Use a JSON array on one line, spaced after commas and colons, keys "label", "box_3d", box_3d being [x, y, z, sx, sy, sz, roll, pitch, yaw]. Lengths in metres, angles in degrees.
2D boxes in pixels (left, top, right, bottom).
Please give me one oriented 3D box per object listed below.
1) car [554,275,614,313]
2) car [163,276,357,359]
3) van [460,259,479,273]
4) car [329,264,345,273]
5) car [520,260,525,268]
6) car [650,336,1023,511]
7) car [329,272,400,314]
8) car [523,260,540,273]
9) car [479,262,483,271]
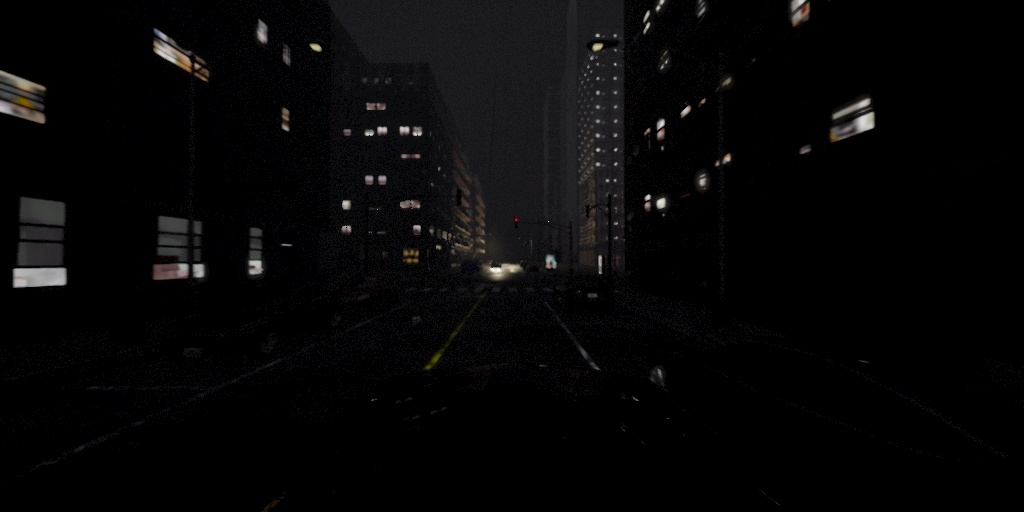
[{"label": "car", "box_3d": [2.694, 1.374, 14.065, 1.948, 1.339, 4.313, 0, 0, 0]}, {"label": "car", "box_3d": [-5.688, 1.348, 8.555, 1.948, 1.339, 4.313, 0, 0, 0]}, {"label": "van", "box_3d": [-5.682, 1.313, 46.472, 1.690, 1.789, 3.998, 0, 0, 0]}, {"label": "car", "box_3d": [-18.788, 1.263, 35.302, 4.313, 1.339, 1.948, 0, 0, 0]}, {"label": "car", "box_3d": [2.701, 1.470, 57.526, 1.967, 1.591, 4.097, 0, 0, 0]}, {"label": "car", "box_3d": [2.693, 1.322, 3.018, 1.948, 1.339, 4.313, 0, 0, 0]}, {"label": "car", "box_3d": [-5.687, 1.390, 14.079, 1.802, 1.307, 4.207, 0, 0, 0]}, {"label": "car", "box_3d": [2.699, 1.554, 46.470, 1.802, 1.307, 4.207, 0, 0, 0]}, {"label": "car", "box_3d": [-5.681, 1.316, 52.000, 2.192, 1.841, 5.009, 0, 0, 0]}]
